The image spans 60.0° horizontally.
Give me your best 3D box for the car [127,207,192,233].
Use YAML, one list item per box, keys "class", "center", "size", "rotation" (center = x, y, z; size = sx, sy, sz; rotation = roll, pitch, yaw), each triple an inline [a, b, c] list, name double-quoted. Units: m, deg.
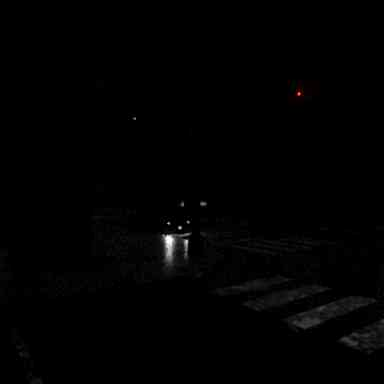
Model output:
- class: "car"
  center: [-2.208, 1.617, 20.661]
  size: [2.033, 1.411, 5.357]
  rotation: [0, 0, -36]
